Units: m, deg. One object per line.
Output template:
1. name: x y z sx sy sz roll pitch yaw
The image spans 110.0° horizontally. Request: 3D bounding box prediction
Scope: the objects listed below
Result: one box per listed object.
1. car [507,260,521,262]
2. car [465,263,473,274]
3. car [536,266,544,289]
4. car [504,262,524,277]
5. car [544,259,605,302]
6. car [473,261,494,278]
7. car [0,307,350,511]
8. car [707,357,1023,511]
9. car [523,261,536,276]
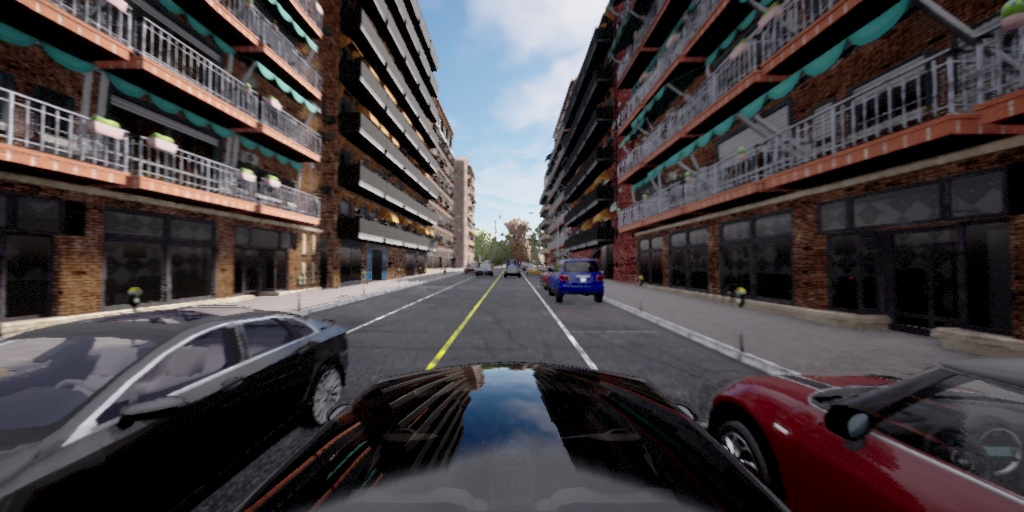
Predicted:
1. car: 0.012 1.617 58.959 2.150 2.045 5.566 0 -1 0
2. car: -5.706 1.754 51.721 1.967 1.591 4.097 0 0 0
3. car: 3.114 1.367 25.253 2.097 1.767 4.553 0 -1 0
4. car: 0.068 1.782 43.292 1.994 1.385 4.181 0 -1 0
5. car: 3.108 1.165 18.314 2.150 2.045 5.566 0 -1 0
6. car: -3.089 1.678 41.751 1.882 1.535 5.008 0 -1 0
7. car: -3.099 1.255 2.894 2.128 1.511 4.902 0 -1 0
8. car: 2.691 1.188 1.580 1.967 1.591 4.097 0 0 0
9. car: 2.702 1.776 46.291 1.751 1.417 4.829 0 0 0
